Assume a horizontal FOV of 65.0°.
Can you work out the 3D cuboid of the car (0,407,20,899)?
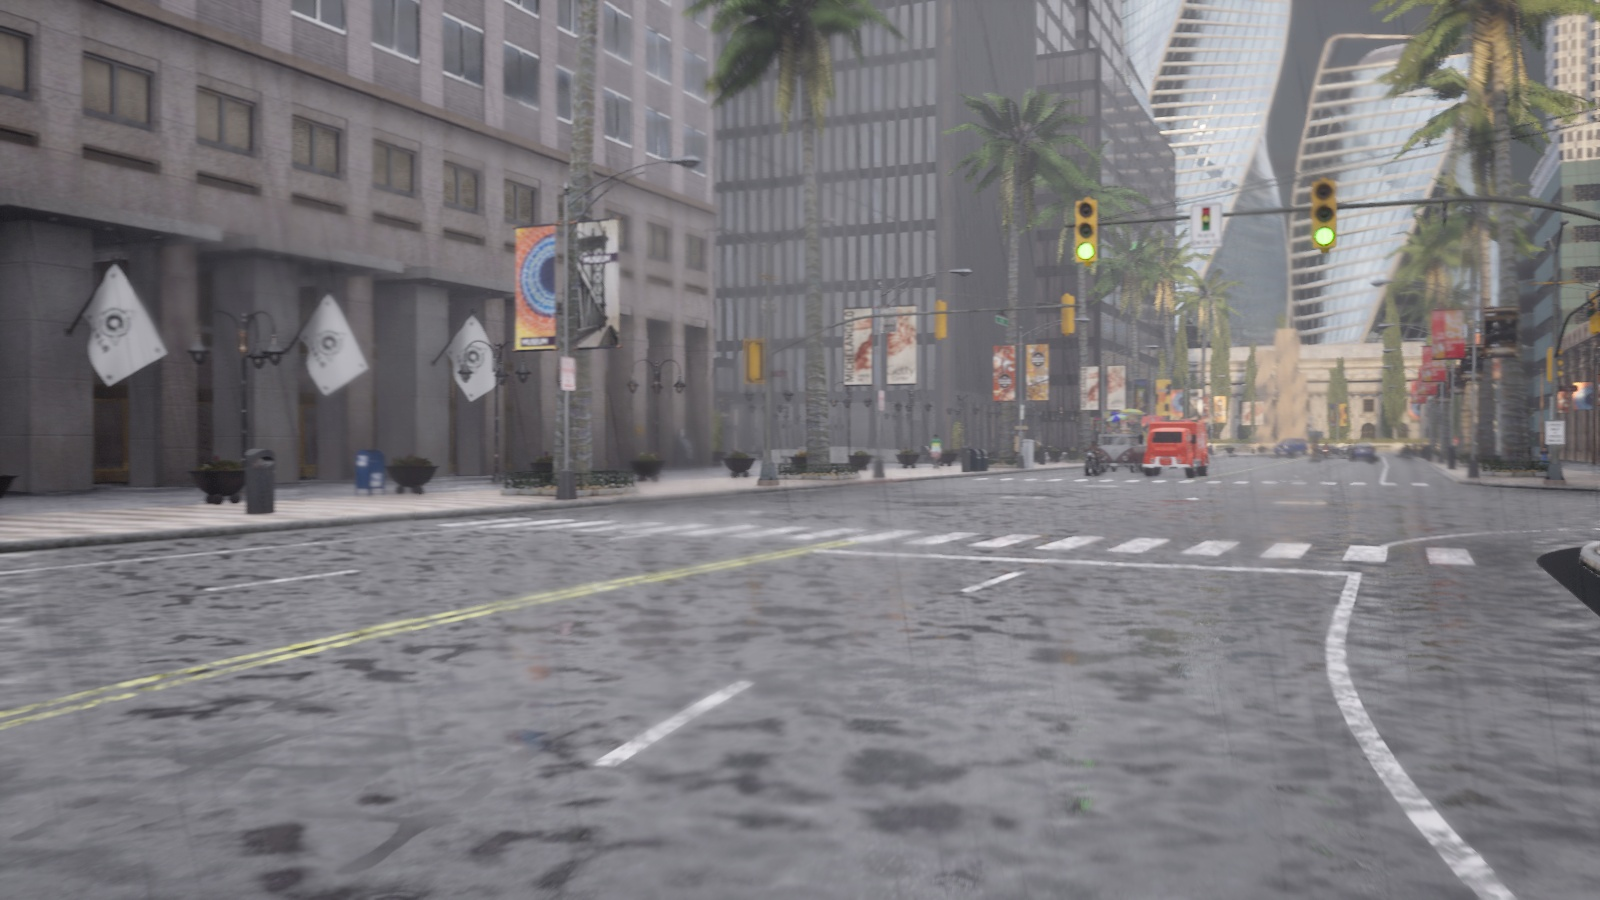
[{"bbox_3d":[-3.417,0.671,1.175,1.801,1.575,5.366,0,0,3],"label":"car"}]

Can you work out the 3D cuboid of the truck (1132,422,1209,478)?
[{"bbox_3d":[17.125,-0.029,57.886,2.627,2.467,5.204,0,0,25],"label":"truck"}]

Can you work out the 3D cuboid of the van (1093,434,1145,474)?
[{"bbox_3d":[16.484,0.170,64.734,1.775,1.987,4.442,0,0,25],"label":"van"}]

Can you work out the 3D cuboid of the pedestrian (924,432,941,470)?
[{"bbox_3d":[6.809,0.053,64.556,0.659,1.952,0.873,0,0,19],"label":"pedestrian"}]

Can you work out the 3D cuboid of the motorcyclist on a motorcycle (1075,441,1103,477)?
[{"bbox_3d":[13.383,0.398,58.126,0.766,1.649,2.350,0,1,26],"label":"motorcyclist on a motorcycle"}]
